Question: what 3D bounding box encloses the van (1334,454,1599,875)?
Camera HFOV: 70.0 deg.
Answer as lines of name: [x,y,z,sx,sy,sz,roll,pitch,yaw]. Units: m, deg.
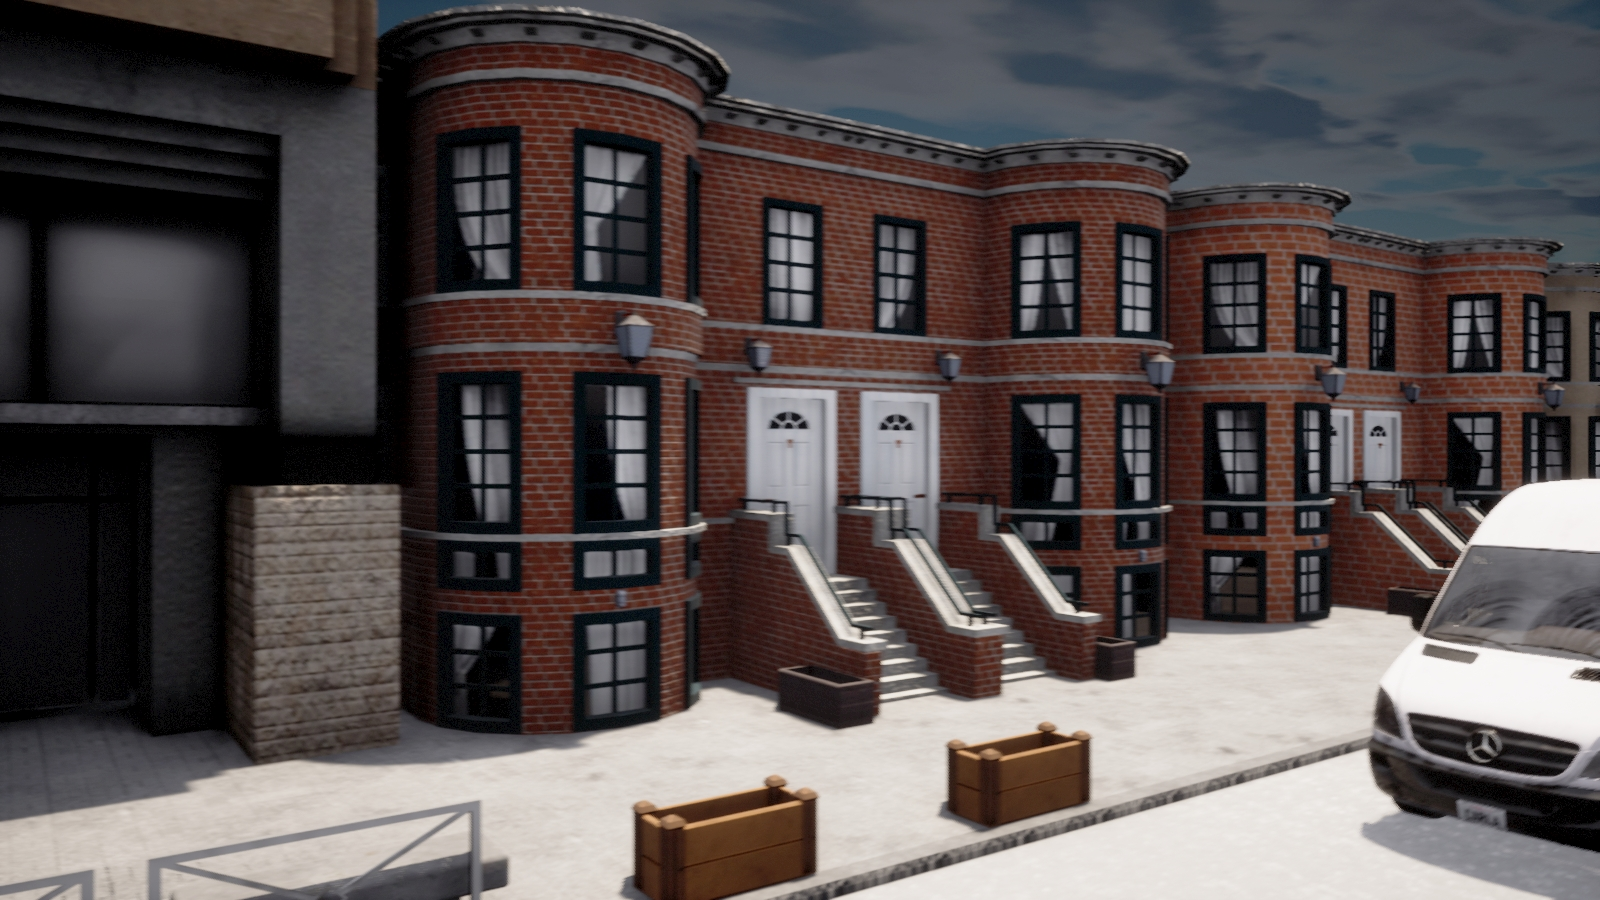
van: [6.900,1.314,9.247,5.915,2.561,1.988,0,0,-35]
